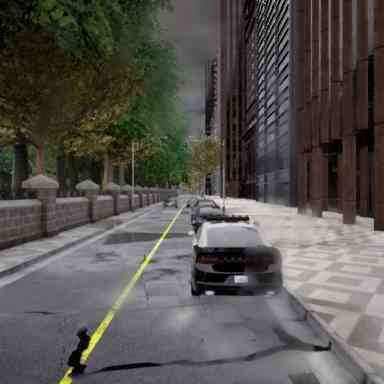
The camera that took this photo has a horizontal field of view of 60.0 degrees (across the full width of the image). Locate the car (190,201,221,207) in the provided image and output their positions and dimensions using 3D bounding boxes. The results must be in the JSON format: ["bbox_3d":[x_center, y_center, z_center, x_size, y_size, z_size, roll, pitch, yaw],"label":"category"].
[{"bbox_3d":[0.964,1.492,18.684,1.837,1.490,4.892,0,0,0],"label":"car"}]

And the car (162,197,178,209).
[{"bbox_3d":[-2.842,1.449,44.505,2.128,1.511,4.902,0,0,0],"label":"car"}]

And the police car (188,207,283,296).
[{"bbox_3d":[0.929,1.422,8.794,1.930,1.638,5.238,0,0,0],"label":"police car"}]

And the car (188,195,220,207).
[{"bbox_3d":[0.986,1.331,24.653,2.097,1.767,4.553,0,0,0],"label":"car"}]
